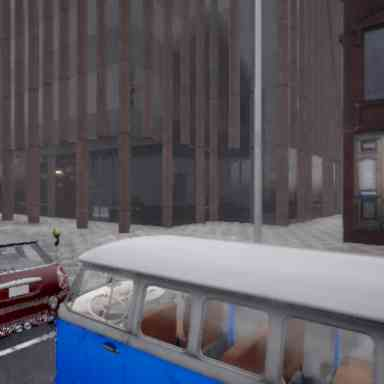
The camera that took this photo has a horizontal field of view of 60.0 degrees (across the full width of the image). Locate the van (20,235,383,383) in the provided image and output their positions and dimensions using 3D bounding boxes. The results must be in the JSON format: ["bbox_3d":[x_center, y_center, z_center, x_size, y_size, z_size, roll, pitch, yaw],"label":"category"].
[{"bbox_3d":[0.575,1.337,2.556,3.998,1.788,1.690,0,0,35],"label":"van"}]

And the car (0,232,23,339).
[{"bbox_3d":[-4.016,1.408,5.826,4.097,1.590,1.967,0,0,35],"label":"car"}]
